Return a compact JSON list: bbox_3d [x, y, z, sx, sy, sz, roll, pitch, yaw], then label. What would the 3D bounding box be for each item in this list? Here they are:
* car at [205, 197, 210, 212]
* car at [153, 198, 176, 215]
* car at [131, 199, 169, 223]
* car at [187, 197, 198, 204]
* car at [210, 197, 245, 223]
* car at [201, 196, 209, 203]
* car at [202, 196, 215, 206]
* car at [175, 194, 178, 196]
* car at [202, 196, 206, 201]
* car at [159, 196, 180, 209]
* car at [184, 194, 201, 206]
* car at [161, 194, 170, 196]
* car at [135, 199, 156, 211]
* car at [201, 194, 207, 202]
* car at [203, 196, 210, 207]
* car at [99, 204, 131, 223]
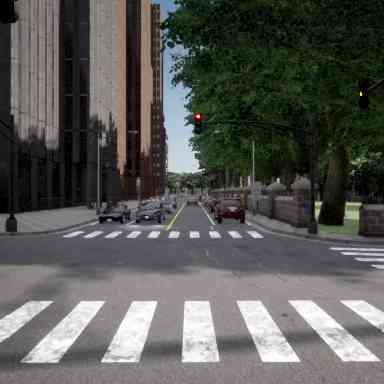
[{"bbox_3d":[2.802,1.588,36.161,1.947,1.339,4.313,0,0,0],"label":"car"},{"bbox_3d":[-3.062,1.621,34.856,1.895,1.301,4.718,0,0,0],"label":"car"},{"bbox_3d":[-3.079,1.516,25.520,1.837,1.490,4.892,0,0,1],"label":"car"},{"bbox_3d":[0.070,1.620,65.786,1.994,1.385,4.181,0,0,0],"label":"car"},{"bbox_3d":[2.790,1.326,25.248,2.192,1.841,5.009,0,0,0],"label":"car"},{"bbox_3d":[2.842,1.593,74.526,1.752,1.417,4.829,0,0,0],"label":"car"},{"bbox_3d":[2.825,1.487,57.987,1.967,1.590,4.097,0,0,0],"label":"car"},{"bbox_3d":[-5.666,1.534,90.732,1.967,1.590,4.097,0,0,0],"label":"car"},{"bbox_3d":[2.813,1.585,47.074,2.008,1.369,4.403,0,0,0],"label":"car"},{"bbox_3d":[-3.047,1.596,45.135,1.994,1.385,4.181,0,0,0],"label":"car"},{"bbox_3d":[0.115,1.536,55.806,2.128,1.511,4.902,0,0,1],"label":"car"},{"bbox_3d":[-5.695,1.635,63.447,1.802,1.307,4.206,0,0,0],"label":"car"},{"bbox_3d":[-5.718,1.579,41.618,2.008,1.369,4.403,0,0,0],"label":"car"},{"bbox_3d":[2.819,1.481,52.530,1.967,1.590,4.097,0,0,0],"label":"car"},{"bbox_3d":[2.807,1.579,41.617,2.008,1.369,4.403,0,0,0],"label":"car"},{"bbox_3d":[-5.735,1.576,25.248,1.947,1.339,4.313,0,0,0],"label":"car"}]
